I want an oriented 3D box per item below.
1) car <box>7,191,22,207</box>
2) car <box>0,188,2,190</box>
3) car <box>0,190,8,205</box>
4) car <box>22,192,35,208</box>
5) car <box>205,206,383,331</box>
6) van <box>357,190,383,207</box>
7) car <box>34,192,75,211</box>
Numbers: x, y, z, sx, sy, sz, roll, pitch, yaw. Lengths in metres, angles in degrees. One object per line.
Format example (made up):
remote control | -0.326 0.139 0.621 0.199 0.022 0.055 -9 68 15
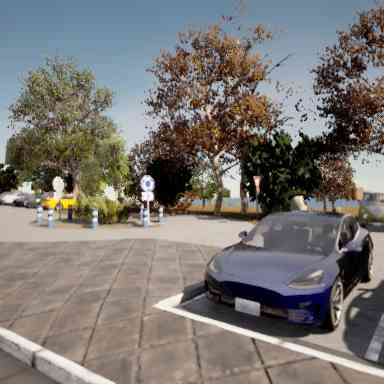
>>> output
car | -16.687 0.856 35.886 2.163 1.488 4.792 2 1 36
car | -21.259 0.643 39.012 1.946 1.575 5.366 2 1 36
car | -18.912 0.777 37.534 2.002 1.452 4.674 2 1 36
car | -14.508 0.788 34.378 2.185 1.767 4.553 2 1 36
car | 2.152 1.138 6.369 2.163 1.488 4.792 2 1 36
van | 9.727 0.878 16.913 1.878 1.987 4.442 2 2 36
car | -12.291 1.003 32.724 2.097 1.535 5.008 2 1 36
